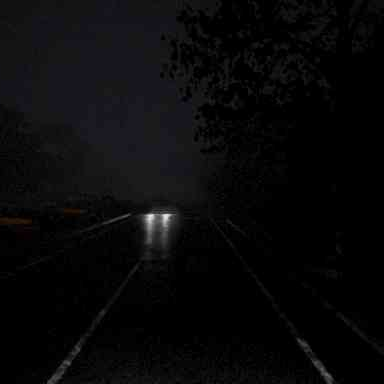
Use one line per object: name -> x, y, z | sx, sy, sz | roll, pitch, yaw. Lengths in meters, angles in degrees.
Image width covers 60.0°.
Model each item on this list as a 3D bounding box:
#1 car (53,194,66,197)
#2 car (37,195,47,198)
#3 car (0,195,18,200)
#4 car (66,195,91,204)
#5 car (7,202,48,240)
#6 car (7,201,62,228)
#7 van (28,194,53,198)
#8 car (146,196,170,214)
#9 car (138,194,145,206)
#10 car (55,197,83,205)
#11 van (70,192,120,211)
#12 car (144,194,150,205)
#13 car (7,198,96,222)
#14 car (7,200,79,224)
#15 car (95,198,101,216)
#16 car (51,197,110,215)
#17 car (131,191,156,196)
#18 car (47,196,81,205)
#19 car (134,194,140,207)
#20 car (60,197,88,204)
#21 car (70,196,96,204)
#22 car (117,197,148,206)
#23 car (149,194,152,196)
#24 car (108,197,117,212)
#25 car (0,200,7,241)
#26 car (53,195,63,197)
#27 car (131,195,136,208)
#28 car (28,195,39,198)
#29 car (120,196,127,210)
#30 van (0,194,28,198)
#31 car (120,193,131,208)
car -> -23.360, 1.296, 54.757 | 5.566, 2.045, 2.435 | 0, -1, 0
car -> -23.369, 1.507, 46.320 | 4.792, 1.488, 2.163 | 0, 0, 0
car -> -23.354, 1.452, 38.143 | 5.008, 1.535, 2.097 | 0, 0, 0
car -> -23.348, 1.549, 68.480 | 4.553, 1.767, 2.185 | 0, -1, 0
car -> -10.108, 1.437, 15.853 | 5.366, 1.575, 1.946 | 0, 0, 0
car -> -10.284, 1.443, 18.629 | 4.892, 1.521, 2.231 | 0, 0, 0
van -> -23.454, 1.271, 49.093 | 4.442, 1.987, 1.878 | 0, 0, 0
car -> -3.378, 1.467, 35.177 | 1.837, 1.490, 4.892 | 0, 0, 0
car -> -10.072, 1.495, 49.036 | 5.366, 1.575, 1.946 | 0, -1, 0
car -> -23.319, 1.664, 63.063 | 4.674, 1.452, 2.002 | 0, -1, 0
van -> -10.389, 1.225, 35.287 | 4.442, 1.987, 1.878 | 0, 0, 0
car -> -10.066, 1.545, 54.709 | 5.366, 1.575, 1.946 | 0, -1, 0
car -> -10.099, 1.442, 24.181 | 5.366, 1.575, 1.946 | 0, 0, 0
car -> -10.294, 1.444, 21.406 | 4.892, 1.521, 2.231 | 0, 0, 0
car -> -10.252, 1.476, 26.958 | 4.792, 1.488, 2.163 | 0, 0, 0
car -> -10.249, 1.478, 29.734 | 4.792, 1.488, 2.163 | 0, 0, 0
car -> -10.271, 1.374, 63.040 | 5.566, 2.045, 2.435 | 0, -1, 0
car -> -23.140, 1.595, 60.293 | 5.366, 1.575, 1.946 | 0, -1, 0
car -> -10.446, 1.476, 46.383 | 5.366, 1.575, 1.946 | 0, 0, 0
car -> -23.290, 1.679, 65.833 | 4.792, 1.488, 2.163 | 0, -1, 0
car -> -23.308, 1.700, 71.250 | 5.008, 1.535, 2.097 | 0, -1, 0
car -> -10.255, 1.575, 57.485 | 4.892, 1.521, 2.231 | 0, -1, 0
car -> -10.431, 1.596, 60.261 | 5.366, 1.575, 1.946 | 0, -1, 0
car -> -10.246, 1.479, 32.510 | 4.792, 1.488, 2.163 | 0, 0, 0
car -> -10.265, 1.313, 13.077 | 4.553, 1.767, 2.185 | 0, 0, 0
car -> -23.306, 1.551, 51.985 | 4.792, 1.488, 2.163 | 0, -1, 0
car -> -10.257, 1.466, 43.616 | 4.892, 1.521, 2.231 | 0, 0, 0
car -> -23.372, 1.493, 43.681 | 4.792, 1.488, 2.163 | 0, 0, 0
car -> -10.299, 1.483, 38.063 | 4.792, 1.488, 2.163 | 0, 0, 0
van -> -23.238, 1.230, 40.929 | 4.442, 1.987, 1.878 | 0, 0, 0
car -> -10.297, 1.332, 40.837 | 4.553, 1.767, 2.185 | 0, 0, 0
